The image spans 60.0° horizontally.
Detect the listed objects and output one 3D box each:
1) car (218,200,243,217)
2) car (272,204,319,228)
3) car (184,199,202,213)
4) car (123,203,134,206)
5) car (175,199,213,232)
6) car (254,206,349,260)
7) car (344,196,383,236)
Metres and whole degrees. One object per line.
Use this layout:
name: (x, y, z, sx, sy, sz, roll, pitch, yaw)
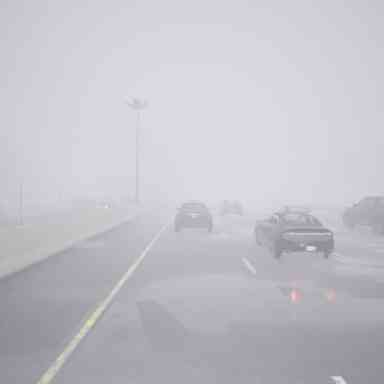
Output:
car: (3.596, 1.493, 31.220, 2.128, 1.511, 4.902, 0, 0, 0)
car: (7.097, 1.602, 23.355, 1.895, 1.301, 4.718, 0, 0, 0)
car: (0.095, 1.550, 39.016, 2.033, 1.411, 5.357, 0, 0, 0)
car: (-10.574, 1.356, 56.814, 2.097, 1.767, 4.553, 0, 0, 0)
car: (0.097, 1.353, 20.242, 2.097, 1.767, 4.553, 0, 0, 0)
car: (3.598, 1.492, 12.487, 2.128, 1.511, 4.902, 0, 0, 0)
car: (10.597, 1.222, 18.644, 2.150, 2.045, 5.566, 0, 0, 0)
